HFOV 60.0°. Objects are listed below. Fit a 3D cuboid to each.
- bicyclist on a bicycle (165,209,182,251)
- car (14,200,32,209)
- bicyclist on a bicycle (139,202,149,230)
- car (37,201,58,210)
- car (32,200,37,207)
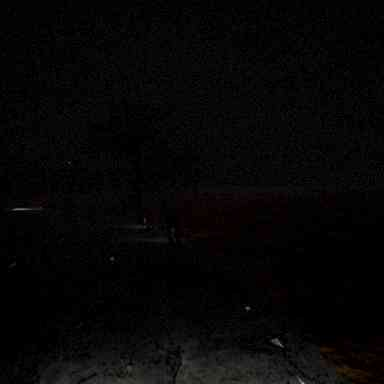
[{"bbox_3d":[-0.791,1.496,13.337,0.582,1.620,1.656,0,-1,-9],"label":"bicyclist on a bicycle"},{"bbox_3d":[-29.554,2.145,57.469,1.994,1.385,4.181,2,-2,-33],"label":"car"},{"bbox_3d":[-3.092,1.489,21.139,0.659,1.776,1.843,0,0,-16],"label":"bicyclist on a bicycle"},{"bbox_3d":[-22.868,2.123,53.014,1.895,1.301,4.718,0,-1,-34],"label":"car"},{"bbox_3d":[-32.435,2.328,67.280,1.895,1.301,4.718,0,-1,-32],"label":"car"}]
